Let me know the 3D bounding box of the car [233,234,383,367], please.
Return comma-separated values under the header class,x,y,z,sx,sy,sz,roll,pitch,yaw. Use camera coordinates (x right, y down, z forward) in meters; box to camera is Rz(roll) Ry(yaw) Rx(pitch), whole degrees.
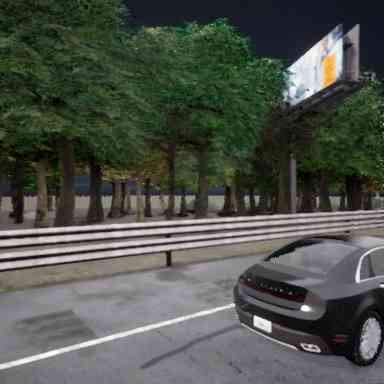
class,x,y,z,sx,sy,sz,roll,pitch,yaw
car,2.906,1.514,5.822,4.892,1.490,1.837,0,0,-36
